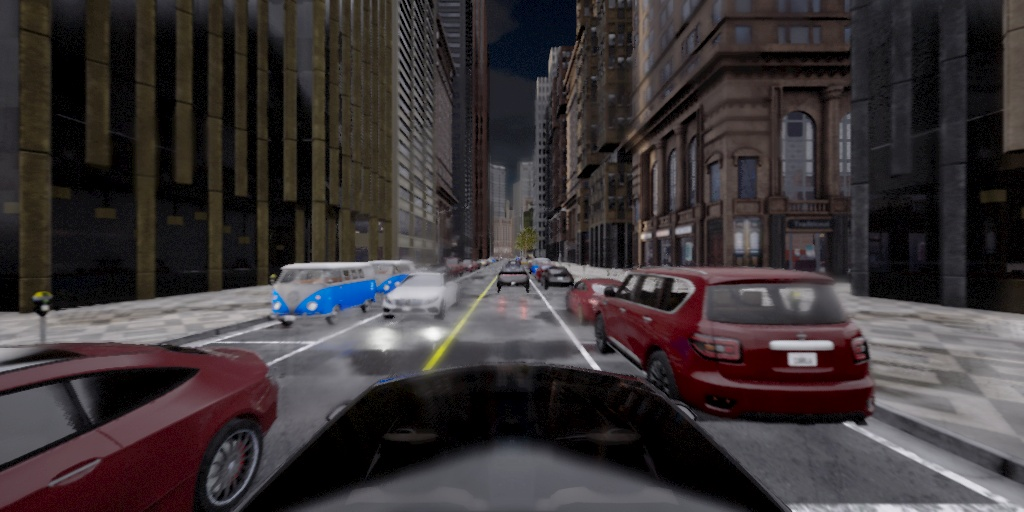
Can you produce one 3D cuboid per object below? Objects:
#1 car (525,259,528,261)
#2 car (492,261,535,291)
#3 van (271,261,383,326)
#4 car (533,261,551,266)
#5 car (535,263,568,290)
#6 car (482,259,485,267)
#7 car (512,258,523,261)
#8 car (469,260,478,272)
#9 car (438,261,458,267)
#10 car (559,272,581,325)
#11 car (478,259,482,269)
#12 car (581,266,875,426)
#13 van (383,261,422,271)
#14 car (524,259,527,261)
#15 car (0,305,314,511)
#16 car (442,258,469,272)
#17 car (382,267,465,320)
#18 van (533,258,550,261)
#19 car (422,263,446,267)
[{"bbox_3d":[2.767,1.348,39.508,1.948,1.339,4.313,0,0,0],"label":"car"},{"bbox_3d":[0.073,1.259,21.656,2.128,1.511,4.902,0,0,0],"label":"car"},{"bbox_3d":[-5.762,1.098,11.400,1.690,1.789,3.998,0,0,0],"label":"van"},{"bbox_3d":[2.765,1.317,28.272,1.888,1.381,4.507,0,0,0],"label":"car"},{"bbox_3d":[2.765,1.332,22.653,1.948,1.339,4.313,0,0,0],"label":"car"},{"bbox_3d":[-5.756,1.365,56.350,1.948,1.339,4.313,0,0,0],"label":"car"},{"bbox_3d":[0.105,1.316,47.406,1.812,1.442,4.674,0,0,0],"label":"car"},{"bbox_3d":[-5.758,1.228,45.113,1.967,1.591,4.097,0,0,0],"label":"car"},{"bbox_3d":[-5.760,1.337,28.256,1.948,1.339,4.313,0,0,0],"label":"car"},{"bbox_3d":[2.764,1.339,11.417,1.802,1.307,4.207,0,0,0],"label":"car"},{"bbox_3d":[-5.757,1.339,50.731,1.888,1.381,4.507,0,0,0],"label":"car"},{"bbox_3d":[2.763,1.068,5.799,2.192,1.841,5.009,0,0,0],"label":"car"},{"bbox_3d":[-5.761,1.102,17.018,1.690,1.789,3.998,0,0,0],"label":"van"},{"bbox_3d":[2.767,1.370,45.127,1.802,1.307,4.207,0,0,0],"label":"car"},{"bbox_3d":[-3.090,1.276,1.557,1.812,1.442,4.674,0,0,0],"label":"car"},{"bbox_3d":[-5.759,1.092,33.875,2.192,1.841,5.009,0,0,0],"label":"car"},{"bbox_3d":[-3.033,1.284,12.805,1.812,1.442,4.674,0,0,1],"label":"car"},{"bbox_3d":[2.766,1.118,33.890,1.690,1.789,3.998,0,0,0],"label":"van"},{"bbox_3d":[-5.760,1.317,22.637,2.007,1.370,4.403,0,0,0],"label":"car"}]
